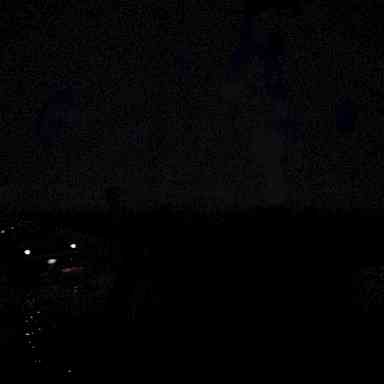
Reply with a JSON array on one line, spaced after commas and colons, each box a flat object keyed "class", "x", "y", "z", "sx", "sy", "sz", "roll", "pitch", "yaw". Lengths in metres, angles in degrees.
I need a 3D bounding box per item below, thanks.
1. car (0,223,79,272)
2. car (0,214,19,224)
[{"class": "car", "x": -5.942, "y": 2.010, "z": 12.606, "sx": 1.895, "sy": 1.301, "sz": 4.718, "roll": -2, "pitch": 0, "yaw": -39}, {"class": "car", "x": -12.741, "y": 2.215, "z": 21.900, "sx": 1.837, "sy": 1.490, "sz": 4.892, "roll": -2, "pitch": 0, "yaw": -35}]
